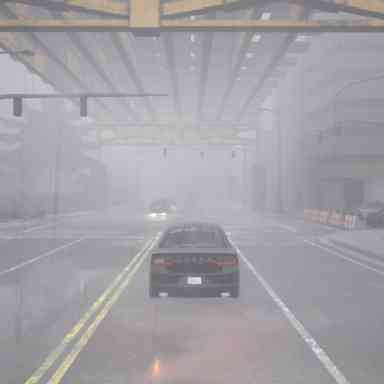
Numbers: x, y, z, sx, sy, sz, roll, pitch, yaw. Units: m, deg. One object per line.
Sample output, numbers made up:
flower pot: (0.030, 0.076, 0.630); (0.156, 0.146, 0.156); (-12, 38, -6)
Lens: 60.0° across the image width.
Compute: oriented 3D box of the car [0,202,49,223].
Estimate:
car: (-13.385, 1.491, 24.997); (4.902, 1.511, 2.128); (0, 0, -1)

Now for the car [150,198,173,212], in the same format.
car: (-3.681, 1.491, 38.201); (2.128, 1.511, 4.902); (0, 0, 0)

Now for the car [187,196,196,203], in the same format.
car: (-0.047, 1.492, 66.397); (2.128, 1.511, 4.902); (0, 0, 0)

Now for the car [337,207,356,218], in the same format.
car: (13.581, 1.295, 25.032); (4.536, 1.218, 1.853); (0, 0, 25)

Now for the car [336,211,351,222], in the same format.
car: (13.534, 1.453, 25.053); (4.974, 1.542, 2.038); (0, 0, 25)

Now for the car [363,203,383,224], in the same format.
car: (13.265, 1.295, 20.912); (4.536, 1.218, 1.853); (0, 0, -20)

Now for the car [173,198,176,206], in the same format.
car: (-3.682, 1.601, 55.571); (1.895, 1.301, 4.718); (0, 0, 0)

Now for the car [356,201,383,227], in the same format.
car: (13.217, 1.453, 20.894); (4.974, 1.542, 2.038); (0, 0, -20)

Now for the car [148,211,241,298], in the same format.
car: (0.054, 1.478, 8.590); (1.882, 1.535, 5.008); (0, 0, 0)
